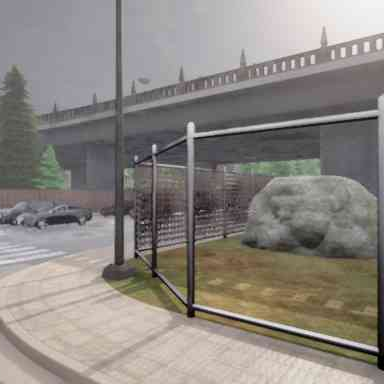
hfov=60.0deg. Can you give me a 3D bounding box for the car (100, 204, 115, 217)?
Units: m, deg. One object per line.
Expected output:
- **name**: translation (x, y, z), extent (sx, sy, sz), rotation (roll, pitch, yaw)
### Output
- **car**: translation (-6.300, 1.526, 31.321), extent (1.882, 1.535, 5.008), rotation (0, 0, 36)

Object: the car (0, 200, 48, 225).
- **car**: translation (-11.672, 1.401, 23.825), extent (2.097, 1.767, 4.553), rotation (0, 0, 36)

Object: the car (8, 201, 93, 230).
- **car**: translation (-8.849, 1.541, 21.758), extent (2.128, 1.511, 4.902), rotation (0, 0, 36)

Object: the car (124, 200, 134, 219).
- **car**: translation (-3.450, 1.576, 29.289), extent (1.812, 1.442, 4.674), rotation (0, 0, 36)
